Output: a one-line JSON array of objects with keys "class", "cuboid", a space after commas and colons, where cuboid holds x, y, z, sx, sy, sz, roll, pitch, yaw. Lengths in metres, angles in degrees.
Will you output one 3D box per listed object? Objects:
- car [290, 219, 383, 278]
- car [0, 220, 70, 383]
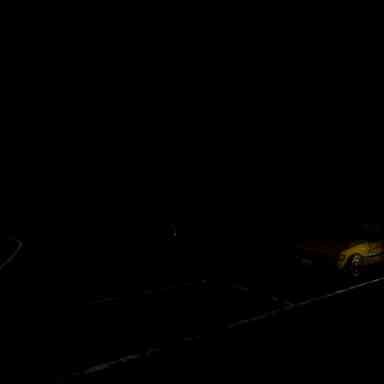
[{"class": "car", "cuboid": [5.015, 1.527, 10.138, 4.829, 1.417, 1.752, 0, 1, -34]}, {"class": "car", "cuboid": [-3.980, 1.315, 3.689, 5.009, 1.841, 2.192, 0, 0, -36]}]
